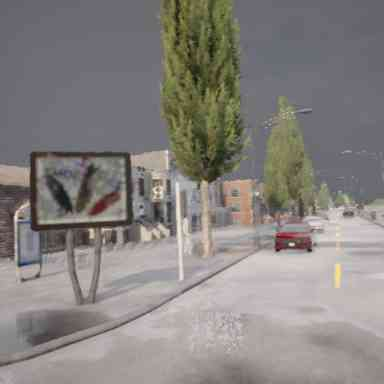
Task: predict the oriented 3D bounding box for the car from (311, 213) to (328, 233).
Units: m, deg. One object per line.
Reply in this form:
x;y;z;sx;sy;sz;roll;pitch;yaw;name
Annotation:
11.155;2.986;30.627;1.812;1.442;4.674;-4;-4;23;car

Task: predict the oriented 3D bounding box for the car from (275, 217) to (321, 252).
5.936;2.428;18.807;1.882;1.535;5.008;-4;-4;24;car

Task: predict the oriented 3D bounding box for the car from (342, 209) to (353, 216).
36.434;4.760;77.972;1.994;1.385;4.181;-4;-4;24;car

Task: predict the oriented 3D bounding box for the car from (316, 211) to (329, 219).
17.340;3.235;44.533;1.812;1.442;4.674;-4;-4;24;car

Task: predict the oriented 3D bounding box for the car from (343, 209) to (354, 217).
32.241;4.351;68.442;1.882;1.535;5.008;-4;-4;24;car
